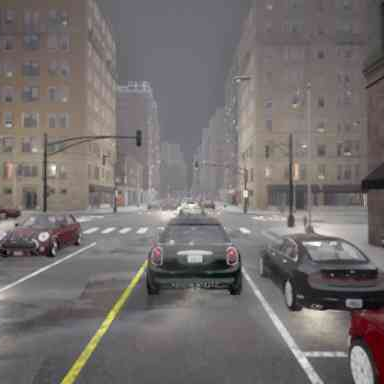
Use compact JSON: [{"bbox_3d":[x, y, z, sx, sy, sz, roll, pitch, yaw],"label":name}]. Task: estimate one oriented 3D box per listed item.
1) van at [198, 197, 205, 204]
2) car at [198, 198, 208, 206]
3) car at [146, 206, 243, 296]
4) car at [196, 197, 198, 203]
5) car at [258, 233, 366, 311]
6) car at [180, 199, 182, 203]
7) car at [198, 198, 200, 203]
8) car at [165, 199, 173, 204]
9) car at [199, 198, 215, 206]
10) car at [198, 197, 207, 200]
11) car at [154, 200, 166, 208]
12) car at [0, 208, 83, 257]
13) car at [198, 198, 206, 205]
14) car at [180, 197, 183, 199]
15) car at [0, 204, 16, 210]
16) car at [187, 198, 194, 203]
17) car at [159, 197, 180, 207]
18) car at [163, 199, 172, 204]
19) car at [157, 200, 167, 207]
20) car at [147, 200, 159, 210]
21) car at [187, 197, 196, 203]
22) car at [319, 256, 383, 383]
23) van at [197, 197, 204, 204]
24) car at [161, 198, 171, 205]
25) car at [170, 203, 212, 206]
[{"bbox_3d":[2.303,2.207,84.645,1.690,1.788,3.998,0,-1,0],"label":"van"},{"bbox_3d":[2.396,2.172,73.630,1.967,1.590,4.097,0,-1,0],"label":"car"},{"bbox_3d":[0.041,1.434,9.059,2.097,1.767,4.553,0,-1,0],"label":"car"},{"bbox_3d":[2.445,1.983,68.125,2.192,1.841,5.009,0,-1,0],"label":"car"},{"bbox_3d":[2.681,1.620,7.678,2.008,1.369,4.403,0,-1,0],"label":"car"},{"bbox_3d":[-3.214,2.147,57.130,1.895,1.301,4.718,0,-1,0],"label":"car"},{"bbox_3d":[2.538,2.112,57.108,1.947,1.339,4.313,0,-1,0],"label":"car"},{"bbox_3d":[-6.271,2.499,90.085,1.947,1.339,4.313,0,-1,0],"label":"car"},{"bbox_3d":[2.585,2.033,51.602,1.887,1.381,4.507,0,-1,0],"label":"car"},{"bbox_3d":[2.489,2.134,62.786,1.752,1.417,4.829,0,-1,0],"label":"car"},{"bbox_3d":[-6.034,2.149,62.548,1.887,1.381,4.507,0,-1,0],"label":"car"},{"bbox_3d":[-5.839,1.558,13.174,1.967,1.590,4.097,0,-1,0],"label":"car"},{"bbox_3d":[2.349,2.238,79.136,1.967,1.590,4.097,0,-1,0],"label":"car"},{"bbox_3d":[-3.233,2.139,67.598,1.882,1.535,5.008,0,-1,0],"label":"car"},{"bbox_3d":[-17.649,1.653,29.195,5.008,1.535,1.882,0,-1,-2],"label":"car"},{"bbox_3d":[-0.408,2.306,89.075,1.994,1.385,4.181,0,-1,0],"label":"car"},{"bbox_3d":[-3.130,1.796,47.293,2.097,1.767,4.553,0,-1,-1],"label":"car"},{"bbox_3d":[-6.224,2.446,84.577,1.802,1.307,4.206,0,-1,0],"label":"car"},{"bbox_3d":[-6.082,2.248,68.055,1.802,1.307,4.206,0,-1,0],"label":"car"},{"bbox_3d":[-5.940,2.037,51.533,2.008,1.369,4.403,0,-1,0],"label":"car"},{"bbox_3d":[-0.322,2.385,79.099,1.895,1.301,4.718,0,-1,0],"label":"car"},{"bbox_3d":[2.677,1.565,2.186,1.887,1.381,4.507,0,-1,0],"label":"car"},{"bbox_3d":[2.255,2.277,90.151,1.690,1.788,3.998,0,-1,0],"label":"van"},{"bbox_3d":[-6.176,2.236,79.072,1.967,1.590,4.097,0,-1,0],"label":"car"},{"bbox_3d":[-0.066,1.658,19.355,2.128,1.511,4.902,0,0,-3],"label":"car"}]
